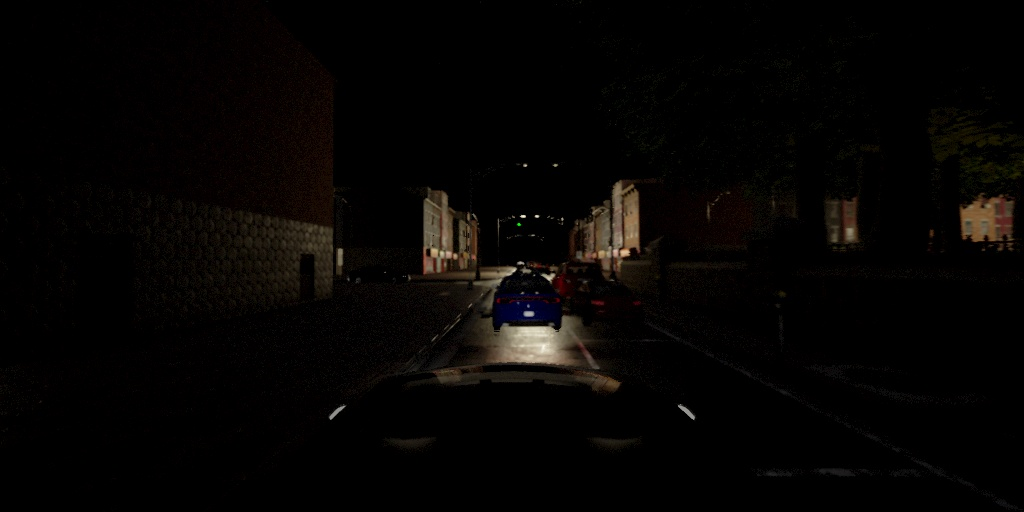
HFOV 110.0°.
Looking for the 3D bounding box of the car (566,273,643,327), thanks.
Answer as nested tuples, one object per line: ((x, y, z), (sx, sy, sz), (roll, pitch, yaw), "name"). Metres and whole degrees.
((2.913, 1.411, 11.574), (1.802, 1.307, 4.207), (0, 0, 1), "car")

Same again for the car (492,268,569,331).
((0.394, 1.319, 11.432), (1.882, 1.535, 5.008), (0, -1, -1), "car")

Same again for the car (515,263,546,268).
((1.031, 1.428, 22.496), (1.882, 1.535, 5.008), (0, -1, 7), "car")

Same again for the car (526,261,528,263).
((4.180, 1.741, 65.183), (2.192, 1.841, 5.009), (0, 0, 1), "car")

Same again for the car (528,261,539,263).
((4.051, 1.904, 59.747), (1.888, 1.381, 4.507), (0, 0, 1), "car")

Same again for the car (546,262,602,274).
((3.042, 1.198, 17.021), (2.192, 1.841, 5.009), (0, 0, 1), "car")

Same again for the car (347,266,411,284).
((-10.649, 1.549, 28.928), (4.892, 1.490, 1.837), (0, -1, 1), "car")
